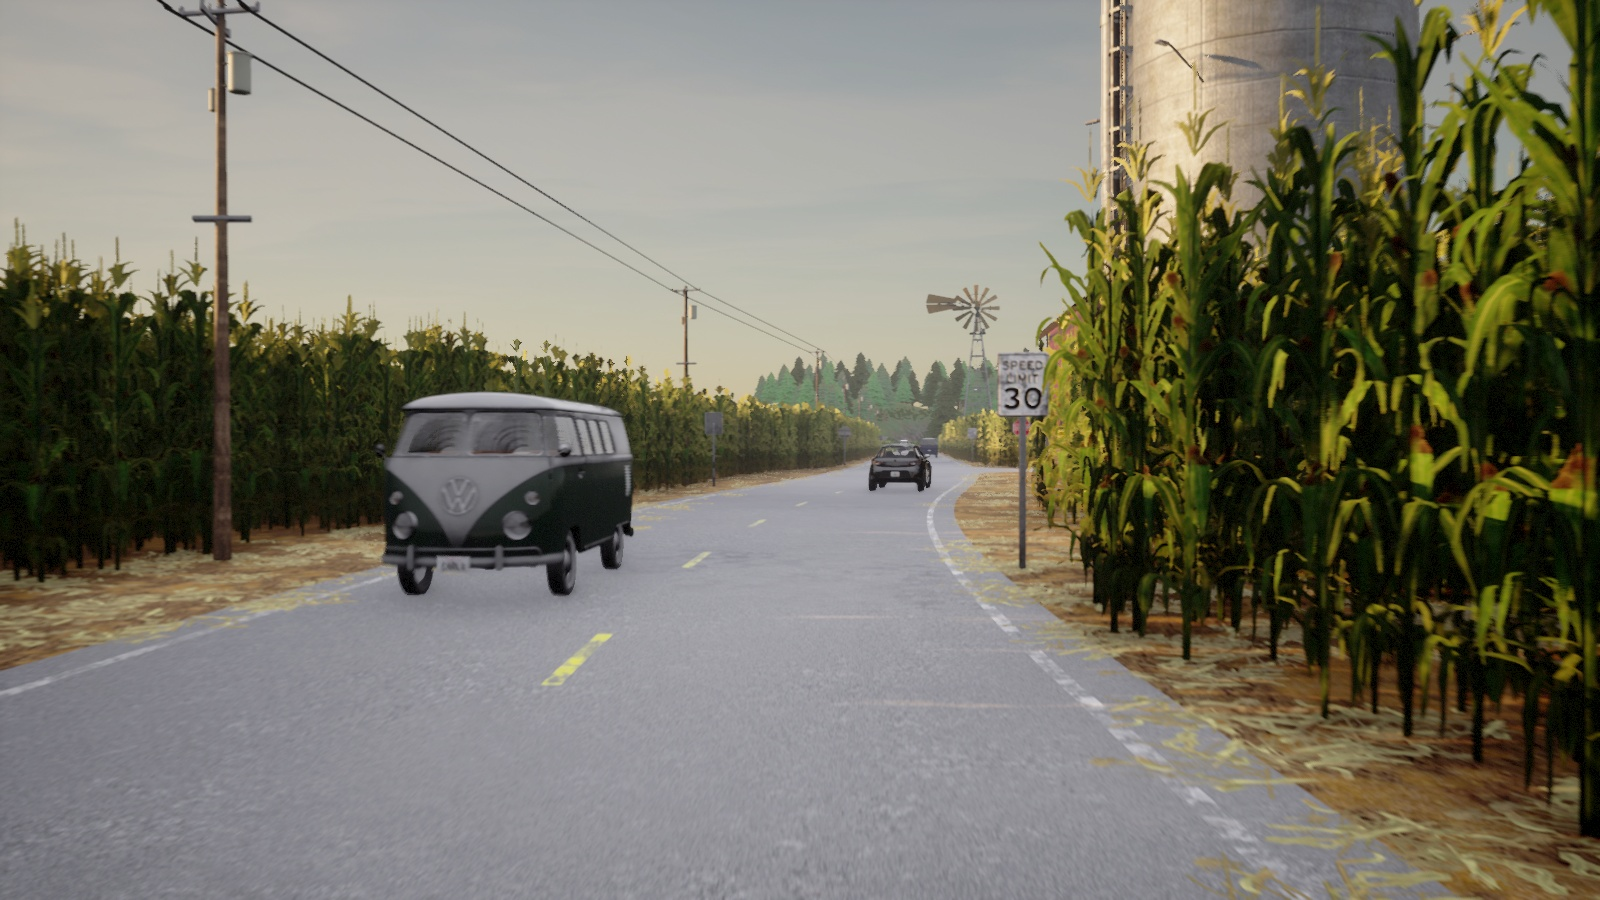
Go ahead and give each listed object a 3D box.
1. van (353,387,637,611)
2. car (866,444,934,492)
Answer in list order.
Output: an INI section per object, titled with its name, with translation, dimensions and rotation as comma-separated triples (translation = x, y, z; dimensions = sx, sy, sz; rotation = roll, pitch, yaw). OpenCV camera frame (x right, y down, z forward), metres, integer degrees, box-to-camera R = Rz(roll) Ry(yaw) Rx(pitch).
[van]
translation = -3.007, 0.421, 13.388
dimensions = 1.775, 1.987, 4.442
rotation = 0, 0, 2
[car]
translation = 3.266, 0.535, 40.456
dimensions = 1.816, 1.474, 4.193
rotation = 0, 0, 10
